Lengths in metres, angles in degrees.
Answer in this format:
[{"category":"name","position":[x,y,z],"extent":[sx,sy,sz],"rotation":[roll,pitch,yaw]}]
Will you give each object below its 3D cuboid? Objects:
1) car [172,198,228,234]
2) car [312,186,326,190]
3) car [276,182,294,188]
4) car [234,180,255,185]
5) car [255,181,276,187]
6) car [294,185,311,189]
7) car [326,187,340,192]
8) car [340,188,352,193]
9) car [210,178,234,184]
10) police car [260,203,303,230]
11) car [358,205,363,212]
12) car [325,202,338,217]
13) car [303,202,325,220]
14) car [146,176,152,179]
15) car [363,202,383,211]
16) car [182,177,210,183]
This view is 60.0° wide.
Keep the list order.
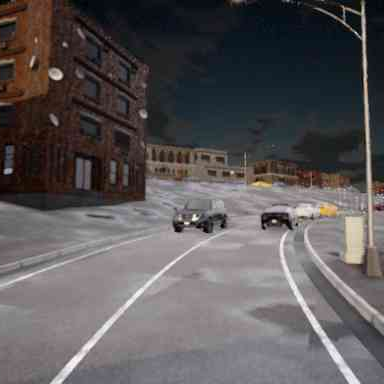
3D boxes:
[{"category":"car","position":[0.673,1.416,21.114],"extent":[2.150,2.045,5.566],"rotation":[-2,-1,21]},{"category":"car","position":[29.513,-0.660,80.622],"extent":[4.674,1.452,2.002],"rotation":[3,-5,-32]},{"category":"car","position":[19.916,-1.353,74.795],"extent":[4.553,1.767,2.185],"rotation":[3,-5,-29]},{"category":"car","position":[10.224,-1.674,69.449],"extent":[4.674,1.452,2.002],"rotation":[3,-5,-27]},{"category":"car","position":[15.109,-1.474,72.073],"extent":[5.008,1.535,2.097],"rotation":[3,-5,-28]},{"category":"car","position":[24.831,-0.933,77.711],"extent":[4.792,1.488,2.163],"rotation":[3,-5,-31]},{"category":"car","position":[34.049,-0.432,83.583],"extent":[4.892,1.521,2.231],"rotation":[3,-5,-33]},{"category":"car","position":[38.695,-0.254,86.772],"extent":[4.553,1.767,2.185],"rotation":[4,-6,-34]},{"category":"car","position":[5.285,-1.941,66.936],"extent":[4.892,1.521,2.231],"rotation":[2,-5,-26]},{"category":"police car","position":[5.915,1.554,22.161],"extent":[1.930,1.638,5.238],"rotation":[-2,-1,24]},{"category":"car","position":[28.520,2.375,52.887],"extent":[5.008,1.535,1.882],"rotation":[1,-4,-29]},{"category":"car","position":[13.843,1.805,35.049],"extent":[1.882,1.535,5.008],"rotation":[-3,-3,39]},{"category":"car","position":[10.450,1.773,30.434],"extent":[1.812,1.442,4.674],"rotation":[-3,-2,33]},{"category":"car","position":[-9.517,-2.639,59.766],"extent":[4.553,1.767,2.185],"rotation":[2,-5,-26]},{"category":"car","position":[27.660,2.165,48.486],"extent":[4.674,1.442,1.812],"rotation":[0,-4,-27]},{"category":"car","position":[0.324,-2.141,64.524],"extent":[4.892,1.521,2.231],"rotation":[2,-5,-26]}]
